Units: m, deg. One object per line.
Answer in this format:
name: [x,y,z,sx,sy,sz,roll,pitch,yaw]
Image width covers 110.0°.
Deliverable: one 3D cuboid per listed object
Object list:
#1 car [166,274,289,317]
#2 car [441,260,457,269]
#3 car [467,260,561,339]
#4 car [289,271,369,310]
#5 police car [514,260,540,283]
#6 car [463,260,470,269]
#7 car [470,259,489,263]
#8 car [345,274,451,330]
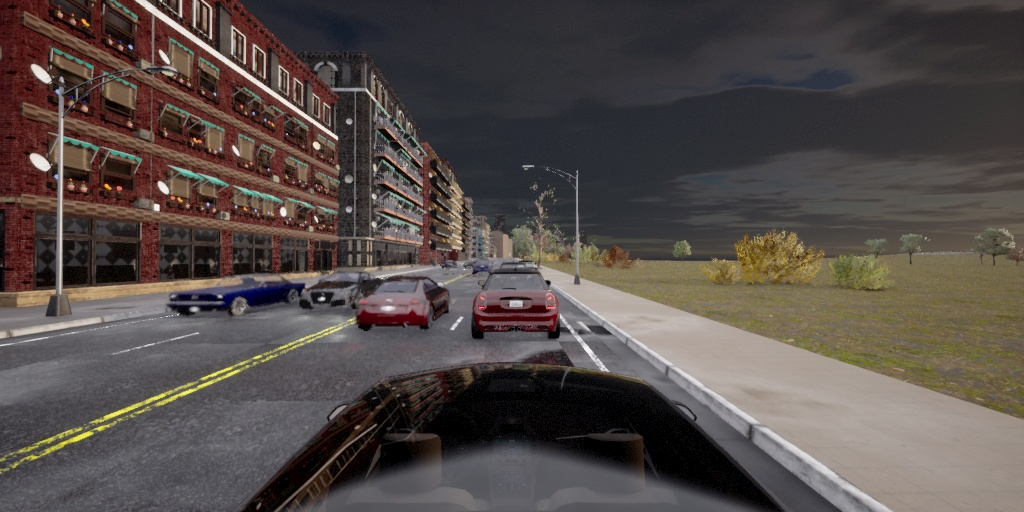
car: [-9.864,1.353,13.351,1.895,1.301,4.718,0,0,0]
car: [-9.903,1.319,56.616,1.994,1.385,4.181,0,0,0]
car: [0.083,1.104,10.247,2.097,1.767,4.553,0,0,0]
car: [-6.615,1.317,14.469,1.994,1.385,4.181,0,0,0]
police car: [1.104,1.180,29.514,1.930,1.638,5.238,0,0,0]
car: [-6.653,1.319,57.436,1.994,1.385,4.181,0,0,0]
car: [-3.197,1.107,40.691,2.097,1.767,4.553,0,0,0]
car: [-3.163,1.315,11.159,1.994,1.385,4.181,0,0,0]
